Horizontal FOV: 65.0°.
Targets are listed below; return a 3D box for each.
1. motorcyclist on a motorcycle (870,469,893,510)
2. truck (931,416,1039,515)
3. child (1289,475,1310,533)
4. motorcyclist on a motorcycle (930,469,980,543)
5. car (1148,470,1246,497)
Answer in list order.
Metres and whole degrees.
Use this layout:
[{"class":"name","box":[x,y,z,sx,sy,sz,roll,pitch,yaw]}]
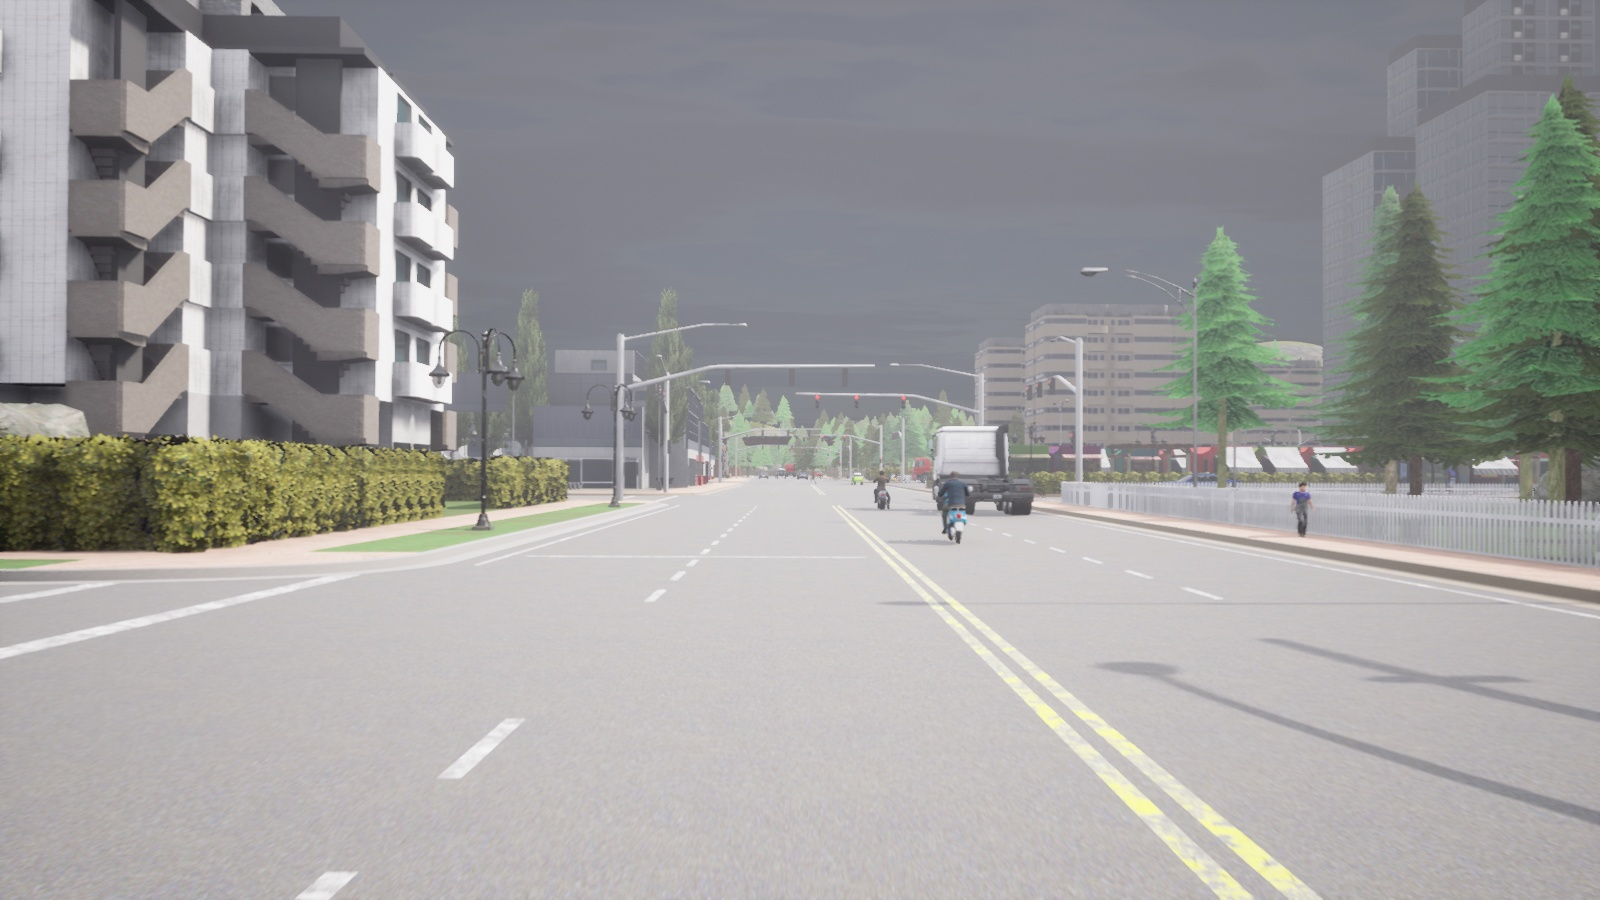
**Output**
[{"class":"motorcyclist on a motorcycle","box":[3.372,1.624,52.139,0.766,1.649,2.350,0,-1,0]},{"class":"truck","box":[6.888,0.609,48.003,2.891,3.462,7.936,0,-1,0]},{"class":"child","box":[10.972,1.171,27.580,0.270,1.263,0.437,0,-1,0]},{"class":"motorcyclist on a motorcycle","box":[3.431,1.222,27.958,0.866,1.590,1.817,0,-1,0]},{"class":"car","box":[22.655,1.904,71.800,5.008,1.535,1.882,0,-1,-2]}]
